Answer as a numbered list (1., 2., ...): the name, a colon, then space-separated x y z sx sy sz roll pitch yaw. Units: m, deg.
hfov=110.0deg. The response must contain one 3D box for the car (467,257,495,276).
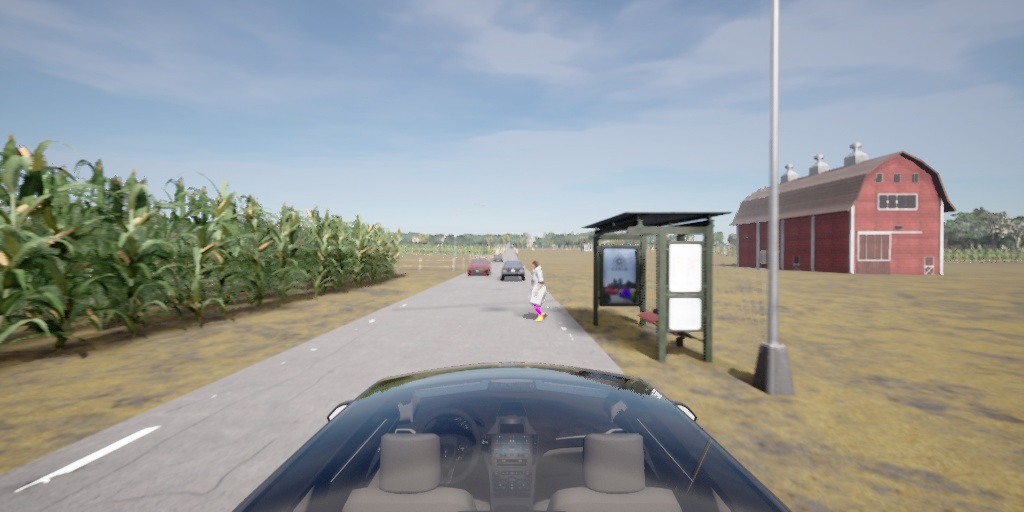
1. car: -2.848 0.954 32.032 1.882 1.535 5.008 0 1 0

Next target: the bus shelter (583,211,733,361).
1. bus shelter: 3.124 0.557 8.650 1.920 2.740 3.880 0 0 0

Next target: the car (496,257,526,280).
1. car: 0.078 1.052 27.750 2.033 1.411 5.357 -1 1 0

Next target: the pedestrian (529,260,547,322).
1. pedestrian: 0.752 0.959 10.400 0.375 1.860 0.375 0 1 0
